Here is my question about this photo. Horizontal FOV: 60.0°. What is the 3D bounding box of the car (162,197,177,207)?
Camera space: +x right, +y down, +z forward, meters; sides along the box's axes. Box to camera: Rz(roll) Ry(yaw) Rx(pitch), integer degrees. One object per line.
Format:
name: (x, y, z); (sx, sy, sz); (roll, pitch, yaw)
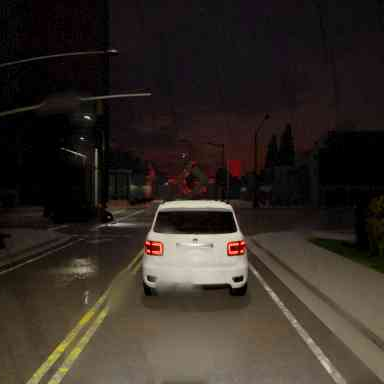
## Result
car: (-3.533, 1.564, 52.921); (1.994, 1.385, 4.181); (0, 0, 0)

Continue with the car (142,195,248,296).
car: (0.079, 1.221, 8.778); (2.150, 2.045, 5.566); (0, 0, 0)

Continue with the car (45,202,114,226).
car: (-7.709, 1.601, 23.551); (4.181, 1.385, 1.994); (0, 0, 12)

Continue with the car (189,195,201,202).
car: (0.834, 1.465, 78.649); (1.882, 1.535, 5.008); (0, 0, 12)

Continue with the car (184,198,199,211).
car: (0.026, 1.534, 42.988); (1.812, 1.442, 4.674); (0, 0, 1)

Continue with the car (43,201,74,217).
car: (-9.669, 1.527, 27.564); (5.008, 1.535, 1.882); (0, 0, 0)
